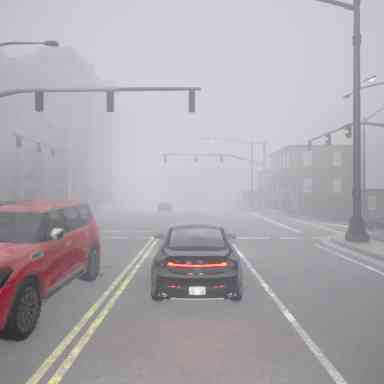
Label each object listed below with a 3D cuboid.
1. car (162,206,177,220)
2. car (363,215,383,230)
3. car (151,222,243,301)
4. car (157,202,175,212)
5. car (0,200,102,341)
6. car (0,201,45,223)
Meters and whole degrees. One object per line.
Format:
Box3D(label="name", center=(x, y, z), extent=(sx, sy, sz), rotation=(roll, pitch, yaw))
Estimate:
Box3D(label="car", center=(-3.628, 3.522, 54.965), extent=(2.128, 1.511, 4.902), rotation=(0, -12, 0))
Box3D(label="car", center=(16.049, 2.655, 28.207), extent=(4.181, 1.385, 1.994), rotation=(8, 0, 0))
Box3D(label="car", center=(0.094, 1.505, 8.321), extent=(1.837, 1.490, 4.892), rotation=(0, 0, 0))
Box3D(label="car", center=(-3.630, 2.066, 45.558), extent=(1.837, 1.490, 4.892), rotation=(0, -5, 0))
Box3D(label="car", center=(-3.542, 1.221, 6.877), extent=(2.150, 2.045, 5.566), rotation=(0, 0, 1))
Box3D(label="car", center=(-13.955, 1.478, 24.907), extent=(5.008, 1.535, 1.882), rotation=(0, 0, 0))
